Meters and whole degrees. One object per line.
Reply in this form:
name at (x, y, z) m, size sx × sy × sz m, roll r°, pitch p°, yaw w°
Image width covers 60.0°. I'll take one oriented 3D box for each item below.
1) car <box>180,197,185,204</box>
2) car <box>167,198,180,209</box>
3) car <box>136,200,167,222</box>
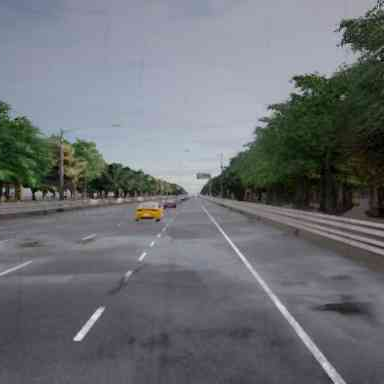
car at (-3.209, 2.090, 75.311) m, size 2.033 × 1.411 × 5.357 m, roll 0°, pitch -1°, yaw 0°
car at (-3.364, 1.861, 52.140) m, size 1.812 × 1.442 × 4.674 m, roll 0°, pitch -1°, yaw 0°
car at (-3.465, 1.604, 27.859) m, size 1.882 × 1.535 × 5.008 m, roll 0°, pitch 0°, yaw 0°
